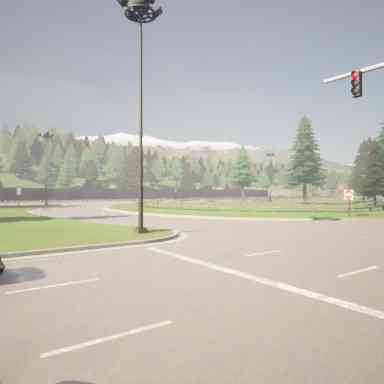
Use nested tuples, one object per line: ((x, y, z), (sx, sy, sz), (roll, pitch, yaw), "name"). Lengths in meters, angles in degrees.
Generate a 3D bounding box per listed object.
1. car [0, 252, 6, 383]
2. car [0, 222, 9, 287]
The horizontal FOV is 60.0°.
((-3.314, 1.352, 1.380), (4.553, 1.767, 2.097), (0, 0, -36), "car")
((-7.162, 1.547, 7.234), (5.357, 1.411, 2.033), (0, 0, -35), "car")
